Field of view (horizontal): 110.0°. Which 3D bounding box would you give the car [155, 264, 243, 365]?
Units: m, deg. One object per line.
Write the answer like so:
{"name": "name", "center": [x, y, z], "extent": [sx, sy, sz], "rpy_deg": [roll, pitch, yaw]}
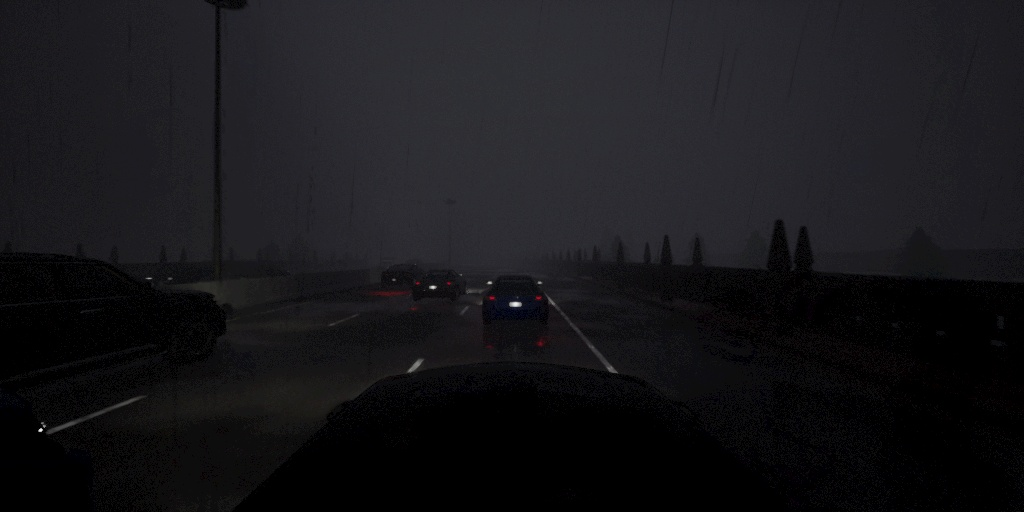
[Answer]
{"name": "car", "center": [-6.899, 0.972, 4.910], "extent": [2.150, 2.045, 5.566], "rpy_deg": [0, 0, 0]}

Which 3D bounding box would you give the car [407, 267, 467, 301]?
{"name": "car", "center": [-3.398, 1.319, 17.414], "extent": [1.994, 1.385, 4.181], "rpy_deg": [0, 0, 0]}

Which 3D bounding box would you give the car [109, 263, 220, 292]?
{"name": "car", "center": [-21.095, 1.252, 22.173], "extent": [2.128, 1.511, 4.902], "rpy_deg": [0, 0, 0]}

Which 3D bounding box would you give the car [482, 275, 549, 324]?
{"name": "car", "center": [0.100, 1.315, 11.979], "extent": [1.994, 1.385, 4.181], "rpy_deg": [0, 0, 0]}

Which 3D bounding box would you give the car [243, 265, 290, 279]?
{"name": "car", "center": [-17.594, 1.328, 25.217], "extent": [1.994, 1.385, 4.181], "rpy_deg": [0, 0, 0]}

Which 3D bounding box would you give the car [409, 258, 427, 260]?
{"name": "car", "center": [-14.166, 1.184, 51.835], "extent": [2.097, 1.767, 4.553], "rpy_deg": [0, 0, -1]}

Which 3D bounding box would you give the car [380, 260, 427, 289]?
{"name": "car", "center": [-6.899, 1.239, 23.415], "extent": [1.882, 1.535, 5.008], "rpy_deg": [0, 0, 0]}
